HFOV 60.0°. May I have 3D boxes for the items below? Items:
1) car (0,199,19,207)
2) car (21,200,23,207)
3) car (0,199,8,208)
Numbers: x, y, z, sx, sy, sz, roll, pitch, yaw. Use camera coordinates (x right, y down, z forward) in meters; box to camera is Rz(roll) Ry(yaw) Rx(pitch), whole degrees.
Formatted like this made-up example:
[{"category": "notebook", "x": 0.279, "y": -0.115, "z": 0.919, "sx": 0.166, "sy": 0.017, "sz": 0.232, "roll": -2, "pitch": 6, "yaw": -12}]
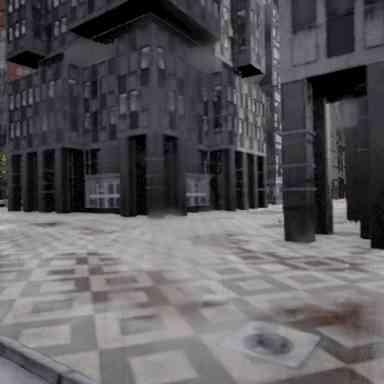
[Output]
[{"category": "car", "x": -36.481, "y": 2.129, "z": 65.071, "sx": 1.967, "sy": 1.590, "sz": 4.097, "roll": -1, "pitch": -1, "yaw": 35}, {"category": "car", "x": -29.469, "y": 2.064, "z": 60.221, "sx": 1.947, "sy": 1.339, "sz": 4.313, "roll": -1, "pitch": -1, "yaw": 35}, {"category": "car", "x": -32.674, "y": 2.080, "z": 55.582, "sx": 1.947, "sy": 1.339, "sz": 4.313, "roll": -1, "pitch": -1, "yaw": 35}]
